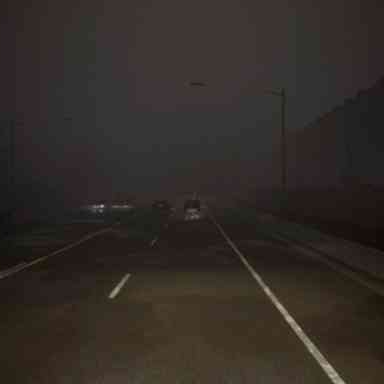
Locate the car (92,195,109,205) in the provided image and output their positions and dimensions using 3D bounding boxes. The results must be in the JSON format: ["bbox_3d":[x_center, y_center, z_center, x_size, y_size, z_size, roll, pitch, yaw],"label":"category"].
[{"bbox_3d":[-14.101,1.169,51.937,2.128,1.511,4.902,0,1,0],"label":"car"}]

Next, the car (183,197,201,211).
[{"bbox_3d":[0.021,1.333,38.447,2.128,1.511,4.902,0,1,0],"label":"car"}]

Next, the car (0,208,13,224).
[{"bbox_3d":[-14.073,1.622,22.115,1.895,1.301,4.718,0,0,0],"label":"car"}]

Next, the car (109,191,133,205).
[{"bbox_3d":[-10.602,0.909,51.246,2.150,2.045,5.566,0,1,0],"label":"car"}]

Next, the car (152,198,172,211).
[{"bbox_3d":[-3.478,1.405,38.536,1.994,1.385,4.181,0,1,1],"label":"car"}]
